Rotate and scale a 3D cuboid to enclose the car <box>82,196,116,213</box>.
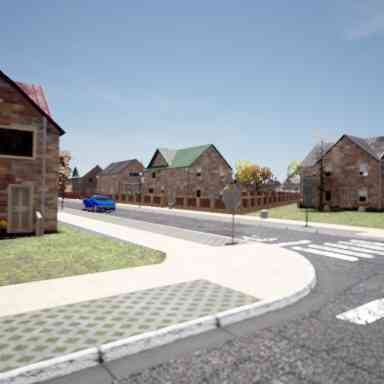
[{"bbox_3d":[-8.819,1.100,31.459,1.882,1.535,5.008,2,0,-36],"label":"car"}]
